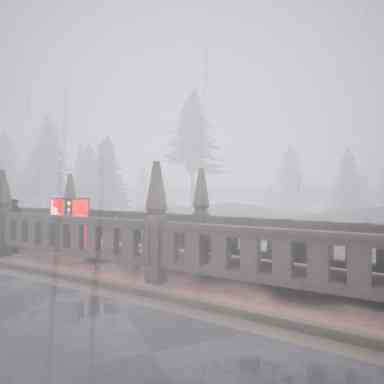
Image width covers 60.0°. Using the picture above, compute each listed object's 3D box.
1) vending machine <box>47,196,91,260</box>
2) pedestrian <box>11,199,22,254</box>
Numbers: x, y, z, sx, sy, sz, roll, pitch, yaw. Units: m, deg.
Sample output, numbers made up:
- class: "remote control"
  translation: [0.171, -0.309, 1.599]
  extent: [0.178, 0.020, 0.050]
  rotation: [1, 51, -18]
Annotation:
- class: "vending machine"
  translation: [-4.286, 1.191, 11.640]
  extent: [0.880, 2.100, 1.100]
  rotation: [1, 0, 30]
- class: "pedestrian"
  translation: [-6.023, 1.138, 11.280]
  extent: [0.375, 1.860, 0.375]
  rotation: [1, 1, 29]
